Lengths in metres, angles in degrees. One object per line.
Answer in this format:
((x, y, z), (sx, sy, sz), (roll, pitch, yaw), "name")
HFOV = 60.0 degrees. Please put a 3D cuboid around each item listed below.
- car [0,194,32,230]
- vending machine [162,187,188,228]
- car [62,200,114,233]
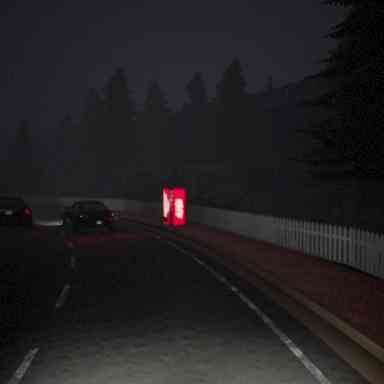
((-9.870, 0.980, 17.482), (2.097, 1.767, 4.553), (-1, 2, -35), "car")
((-0.928, 0.789, 17.805), (1.100, 2.100, 0.880), (-1, 1, -29), "vending machine")
((-5.368, 1.150, 17.041), (1.812, 1.442, 4.674), (-1, 2, -30), "car")
